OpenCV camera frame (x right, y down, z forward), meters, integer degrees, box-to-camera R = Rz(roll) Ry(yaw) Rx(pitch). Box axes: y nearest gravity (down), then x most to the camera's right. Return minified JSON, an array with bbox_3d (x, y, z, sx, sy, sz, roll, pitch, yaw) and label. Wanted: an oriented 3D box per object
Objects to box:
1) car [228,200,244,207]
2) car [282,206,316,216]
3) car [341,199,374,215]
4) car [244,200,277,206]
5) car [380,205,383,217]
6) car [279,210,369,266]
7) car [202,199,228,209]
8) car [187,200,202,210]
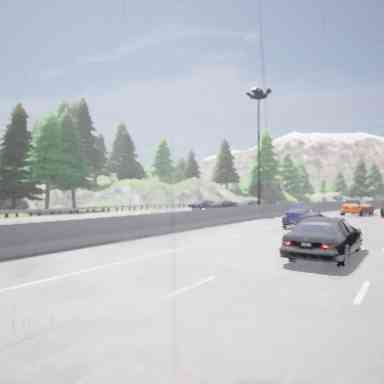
[{"bbox_3d":[7.728,1.789,45.231,2.033,1.411,5.357,0,0,45],"label":"car"},{"bbox_3d":[7.382,1.643,22.086,1.812,1.442,4.674,0,-1,34],"label":"car"},{"bbox_3d":[17.166,1.532,34.454,2.097,1.767,4.553,0,0,43],"label":"car"},{"bbox_3d":[8.919,1.728,41.391,1.837,1.490,4.892,0,-1,44],"label":"car"},{"bbox_3d":[19.627,1.658,31.978,2.128,1.511,4.902,0,0,43],"label":"car"},{"bbox_3d":[4.756,1.610,11.875,2.033,1.411,5.357,0,0,34],"label":"car"},{"bbox_3d":[4.306,1.798,46.704,2.033,1.411,5.357,0,0,44],"label":"car"},{"bbox_3d":[1.756,1.812,49.094,2.033,1.411,5.357,0,0,44],"label":"car"}]
